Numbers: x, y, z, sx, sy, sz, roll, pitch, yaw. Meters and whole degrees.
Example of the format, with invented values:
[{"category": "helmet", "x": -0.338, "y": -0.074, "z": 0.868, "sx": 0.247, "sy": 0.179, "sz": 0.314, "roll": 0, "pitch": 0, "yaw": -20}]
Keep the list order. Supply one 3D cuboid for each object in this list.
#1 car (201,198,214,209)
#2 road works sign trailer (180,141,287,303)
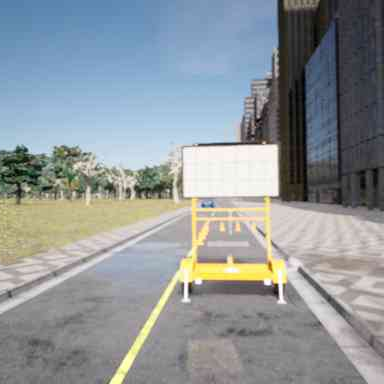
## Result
[{"category": "car", "x": 2.828, "y": 1.876, "z": 59.886, "sx": 2.150, "sy": 2.045, "sz": 5.566, "roll": -1, "pitch": -1, "yaw": 5}, {"category": "road works sign trailer", "x": 0.972, "y": 0.548, "z": 8.410, "sx": 2.380, "sy": 3.560, "sz": 2.880, "roll": -1, "pitch": -1, "yaw": 5}]
